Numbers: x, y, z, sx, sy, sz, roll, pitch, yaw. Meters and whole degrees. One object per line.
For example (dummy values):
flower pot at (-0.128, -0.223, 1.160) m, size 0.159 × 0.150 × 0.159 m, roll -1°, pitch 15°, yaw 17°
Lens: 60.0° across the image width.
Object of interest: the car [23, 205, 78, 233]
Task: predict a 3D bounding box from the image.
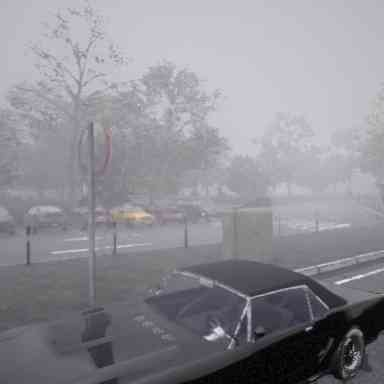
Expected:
car at (-8.980, 1.563, 20.314) m, size 2.231 × 1.521 × 4.892 m, roll 0°, pitch 0°, yaw -36°

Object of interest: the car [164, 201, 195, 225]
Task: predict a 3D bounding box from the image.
car at (-2.228, 1.637, 25.186) m, size 2.163 × 1.488 × 4.792 m, roll 0°, pitch 0°, yaw -36°

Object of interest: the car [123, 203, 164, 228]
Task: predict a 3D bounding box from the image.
car at (-4.362, 1.589, 23.395) m, size 1.946 × 1.575 × 5.366 m, roll 0°, pitch 0°, yaw -36°

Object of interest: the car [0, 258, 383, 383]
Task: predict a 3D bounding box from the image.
car at (0.274, 1.592, 3.878) m, size 4.718 × 1.301 × 1.895 m, roll 0°, pitch 0°, yaw -35°

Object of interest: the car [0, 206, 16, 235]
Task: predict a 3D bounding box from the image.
car at (-11.244, 1.547, 18.709) m, size 2.097 × 1.535 × 5.008 m, roll 0°, pitch 0°, yaw -36°

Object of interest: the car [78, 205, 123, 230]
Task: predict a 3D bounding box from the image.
car at (-6.744, 1.606, 21.956) m, size 2.163 × 1.488 × 4.792 m, roll 0°, pitch 0°, yaw -36°

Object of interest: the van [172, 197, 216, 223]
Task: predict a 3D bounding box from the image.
van at (0.114, 1.398, 26.681) m, size 1.878 × 1.987 × 4.442 m, roll 0°, pitch 0°, yaw -36°
